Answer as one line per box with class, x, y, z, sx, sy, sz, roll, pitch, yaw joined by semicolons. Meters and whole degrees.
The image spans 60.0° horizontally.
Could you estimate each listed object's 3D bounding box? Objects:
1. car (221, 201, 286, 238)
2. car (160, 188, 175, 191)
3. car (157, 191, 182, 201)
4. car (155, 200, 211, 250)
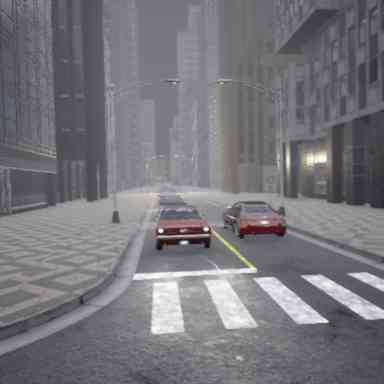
car;2.554;1.077;14.633;1.994;1.385;4.181;-1;2;-6
car;-2.324;0.647;32.046;1.812;1.442;4.674;-1;2;-5
car;-1.402;0.925;22.327;2.033;1.411;5.357;-1;2;-5
car;-0.468;1.233;12.725;1.895;1.301;4.718;-1;2;-5
